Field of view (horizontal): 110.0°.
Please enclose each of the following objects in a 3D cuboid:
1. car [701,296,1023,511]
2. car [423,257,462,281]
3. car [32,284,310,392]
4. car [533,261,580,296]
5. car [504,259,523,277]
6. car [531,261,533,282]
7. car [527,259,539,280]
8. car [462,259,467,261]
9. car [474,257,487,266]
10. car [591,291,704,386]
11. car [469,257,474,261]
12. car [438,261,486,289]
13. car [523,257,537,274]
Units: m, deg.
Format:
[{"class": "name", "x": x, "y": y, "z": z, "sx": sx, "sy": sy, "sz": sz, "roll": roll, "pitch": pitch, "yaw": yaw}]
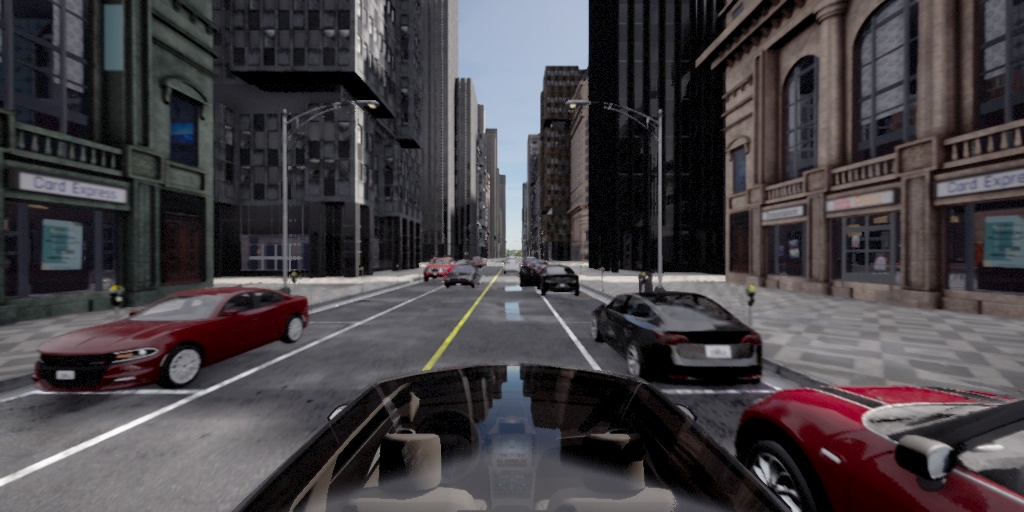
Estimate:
[{"class": "car", "x": 2.762, "y": 1.190, "z": 1.278, "sx": 1.967, "sy": 1.591, "sz": 4.097, "roll": 0, "pitch": 0, "yaw": 0}, {"class": "car", "x": -5.760, "y": 1.036, "z": 29.284, "sx": 2.192, "sy": 1.841, "sz": 5.009, "roll": 0, "pitch": 0, "yaw": 0}, {"class": "car", "x": -5.762, "y": 1.290, "z": 6.875, "sx": 1.888, "sy": 1.381, "sz": 4.507, "roll": 0, "pitch": 0, "yaw": 0}, {"class": "car", "x": 2.363, "y": 1.209, "z": 19.280, "sx": 1.882, "sy": 1.535, "sz": 5.008, "roll": 0, "pitch": 0, "yaw": 0}, {"class": "car", "x": 0.043, "y": 1.236, "z": 40.588, "sx": 1.812, "sy": 1.442, "sz": 4.674, "roll": 0, "pitch": 0, "yaw": 0}, {"class": "car", "x": 2.765, "y": 1.303, "z": 29.287, "sx": 1.802, "sy": 1.307, "sz": 4.207, "roll": 0, "pitch": 0, "yaw": 0}, {"class": "car", "x": 2.766, "y": 1.281, "z": 34.888, "sx": 1.948, "sy": 1.339, "sz": 4.313, "roll": 0, "pitch": 0, "yaw": 0}, {"class": "car", "x": -5.759, "y": 1.281, "z": 34.886, "sx": 1.948, "sy": 1.339, "sz": 4.313, "roll": 0, "pitch": 0, "yaw": 0}, {"class": "car", "x": -5.757, "y": 1.009, "z": 57.295, "sx": 2.192, "sy": 1.841, "sz": 5.009, "roll": 0, "pitch": 0, "yaw": 0}, {"class": "car", "x": 2.763, "y": 1.310, "z": 6.879, "sx": 1.948, "sy": 1.339, "sz": 4.313, "roll": 0, "pitch": 0, "yaw": 0}, {"class": "car", "x": -5.759, "y": 1.150, "z": 40.488, "sx": 1.967, "sy": 1.591, "sz": 4.097, "roll": 0, "pitch": 0, "yaw": 0}, {"class": "car", "x": -3.098, "y": 1.275, "z": 23.427, "sx": 2.033, "sy": 1.411, "sz": 5.357, "roll": 0, "pitch": 0, "yaw": 0}, {"class": "car", "x": 2.767, "y": 1.144, "z": 46.092, "sx": 1.967, "sy": 1.591, "sz": 4.097, "roll": 0, "pitch": 0, "yaw": 0}]
